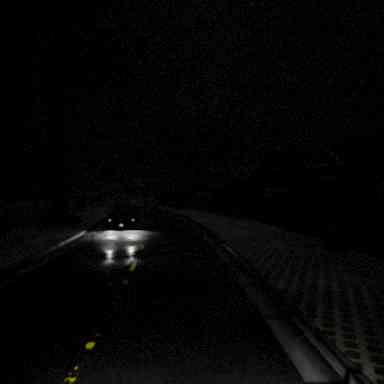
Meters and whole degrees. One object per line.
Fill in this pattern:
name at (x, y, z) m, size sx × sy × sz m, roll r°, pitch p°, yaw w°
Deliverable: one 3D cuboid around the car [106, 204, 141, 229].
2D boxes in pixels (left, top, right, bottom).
car at (-4.296, 1.503, 21.435) m, size 2.033 × 1.411 × 5.357 m, roll 0°, pitch 0°, yaw -7°
